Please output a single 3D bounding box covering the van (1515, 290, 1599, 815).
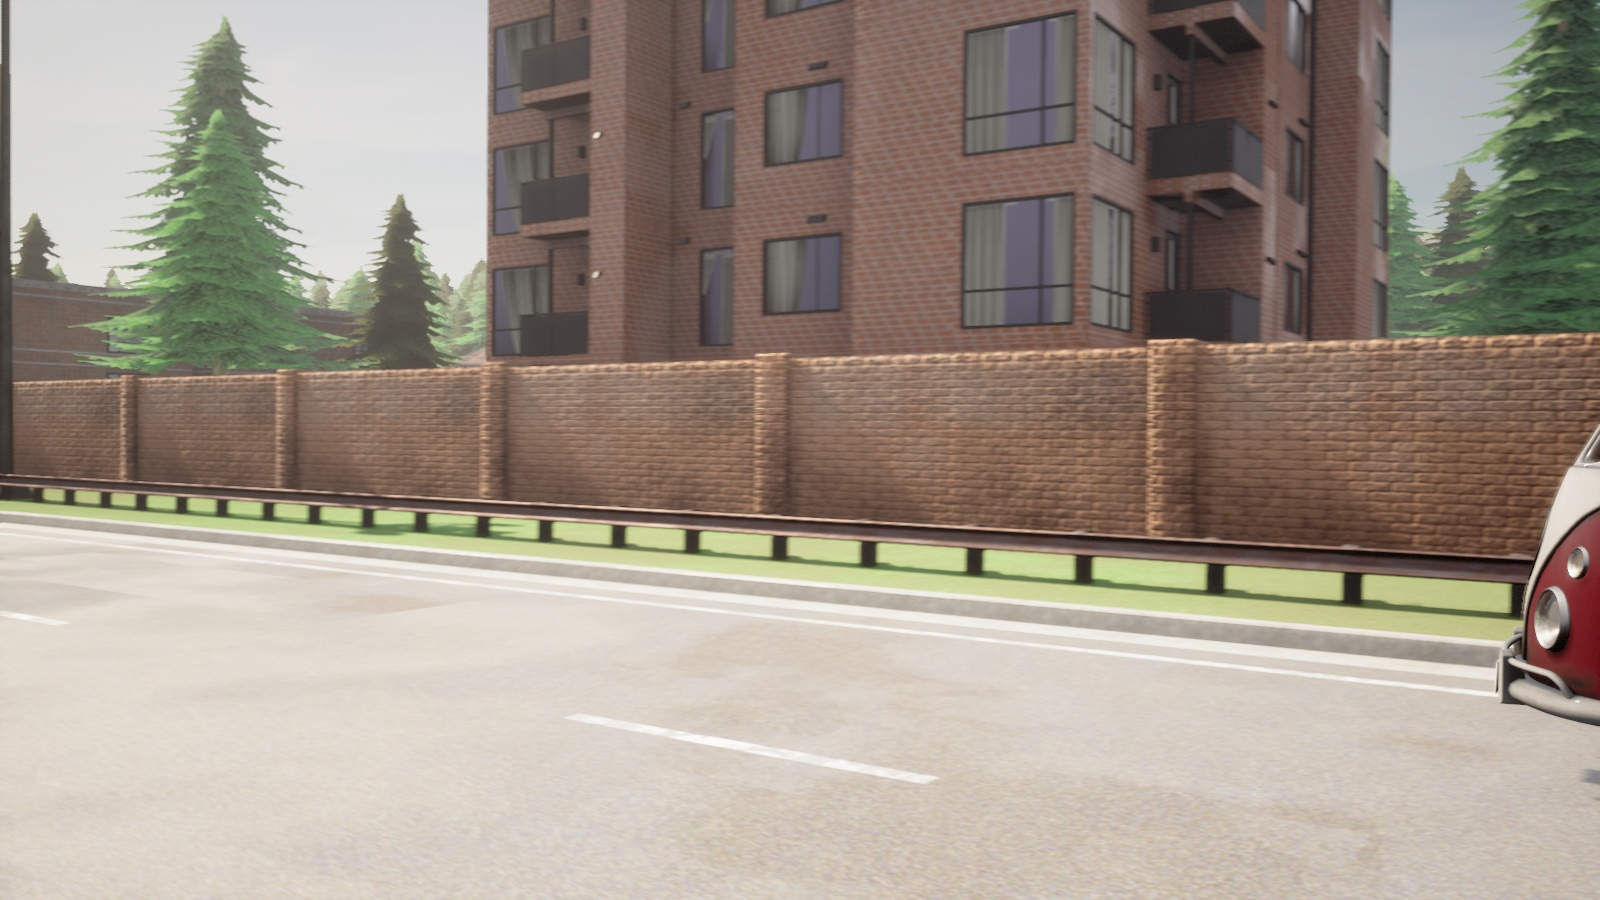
[{"bbox_3d":[5.134,0.377,4.410,4.442,1.987,1.775,0,1,34],"label":"van"}]
